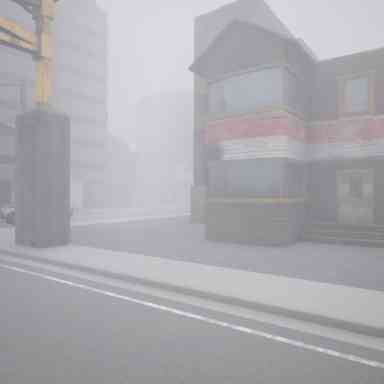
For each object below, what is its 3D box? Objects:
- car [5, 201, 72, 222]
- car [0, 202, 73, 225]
[{"bbox_3d":[-10.679,1.295,23.547,1.853,1.218,4.536,0,0,15],"label":"car"},{"bbox_3d":[-10.693,1.453,23.497,2.038,1.542,4.974,0,0,15],"label":"car"}]
